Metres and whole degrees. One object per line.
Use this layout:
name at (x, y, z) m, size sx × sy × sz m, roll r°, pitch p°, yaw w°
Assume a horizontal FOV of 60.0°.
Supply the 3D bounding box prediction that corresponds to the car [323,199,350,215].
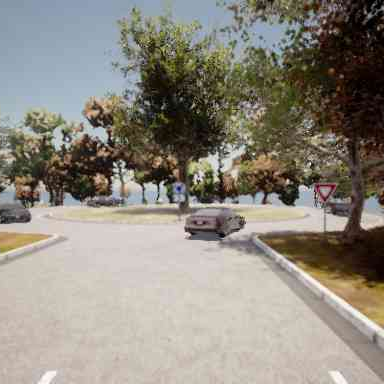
car at (14.526, 1.432, 33.186) m, size 2.128 × 1.511 × 4.902 m, roll 0°, pitch 0°, yaw 9°

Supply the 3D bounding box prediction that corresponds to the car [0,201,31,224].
car at (-13.434, 1.462, 24.670) m, size 1.837 × 1.490 × 4.892 m, roll -2°, pitch 1°, yaw -38°

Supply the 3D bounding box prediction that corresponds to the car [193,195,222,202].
car at (2.405, 1.049, 50.937) m, size 4.674 × 1.442 × 1.812 m, roll 0°, pitch 0°, yaw 13°

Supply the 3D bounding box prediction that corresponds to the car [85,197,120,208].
car at (-12.545, 1.411, 46.650) m, size 4.902 × 1.511 × 2.128 m, roll 0°, pitch 0°, yaw -40°

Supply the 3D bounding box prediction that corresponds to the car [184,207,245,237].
car at (1.376, 1.515, 18.075) m, size 2.033 × 1.411 × 5.357 m, roll 0°, pitch 0°, yaw 23°
